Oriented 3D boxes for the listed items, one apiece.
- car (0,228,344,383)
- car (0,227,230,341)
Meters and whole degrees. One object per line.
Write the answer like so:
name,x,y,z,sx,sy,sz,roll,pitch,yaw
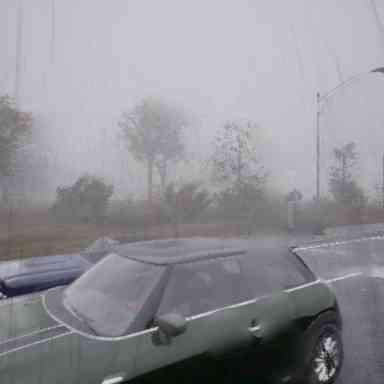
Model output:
car,-0.369,1.361,3.700,4.553,1.767,2.097,1,0,-35
car,-1.604,1.612,7.117,4.718,1.301,1.895,0,0,-35
